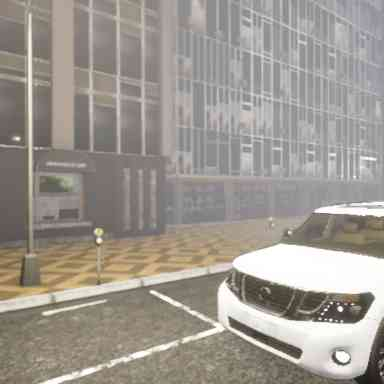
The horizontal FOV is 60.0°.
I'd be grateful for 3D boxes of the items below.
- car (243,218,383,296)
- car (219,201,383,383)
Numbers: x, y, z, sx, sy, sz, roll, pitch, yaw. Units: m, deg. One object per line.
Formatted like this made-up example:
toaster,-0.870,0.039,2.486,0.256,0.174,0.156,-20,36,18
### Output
car,3.659,1.548,9.170,4.313,1.339,1.947,0,0,-35
car,3.034,1.209,5.544,5.566,2.045,2.150,0,0,-36
